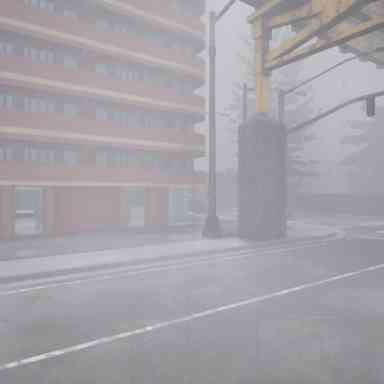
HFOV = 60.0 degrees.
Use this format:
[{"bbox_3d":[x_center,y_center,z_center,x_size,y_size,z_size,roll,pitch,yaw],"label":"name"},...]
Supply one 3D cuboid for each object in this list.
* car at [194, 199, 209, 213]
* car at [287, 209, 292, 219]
[{"bbox_3d":[0.323,1.478,36.860,1.882,1.535,5.008,0,0,-36],"label":"car"},{"bbox_3d":[6.284,1.526,28.488,1.812,1.442,4.674,0,0,-36],"label":"car"}]
